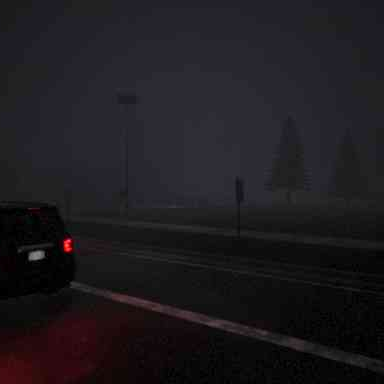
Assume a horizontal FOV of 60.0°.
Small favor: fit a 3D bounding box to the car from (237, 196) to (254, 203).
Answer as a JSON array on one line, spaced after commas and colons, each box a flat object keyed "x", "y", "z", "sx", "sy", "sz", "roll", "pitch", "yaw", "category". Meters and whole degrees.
[{"x": 10.986, "y": 1.587, "z": 68.309, "sx": 2.033, "sy": 1.411, "sz": 5.357, "roll": 0, "pitch": 0, "yaw": 35, "category": "car"}]

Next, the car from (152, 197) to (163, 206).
[{"x": -4.965, "y": 1.536, "z": 57.803, "sx": 2.128, "sy": 1.511, "sz": 4.902, "roll": 0, "pitch": 0, "yaw": 35, "category": "car"}]

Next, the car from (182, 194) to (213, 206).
[{"x": 0.951, "y": 1.512, "z": 54.070, "sx": 1.882, "sy": 1.535, "sz": 5.008, "roll": 0, "pitch": 0, "yaw": 35, "category": "car"}]

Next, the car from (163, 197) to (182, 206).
[{"x": -2.181, "y": 1.544, "z": 55.691, "sx": 1.837, "sy": 1.490, "sz": 4.892, "roll": 0, "pitch": 0, "yaw": 35, "category": "car"}]

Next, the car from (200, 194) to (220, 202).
[{"x": 3.834, "y": 1.218, "z": 70.292, "sx": 2.097, "sy": 1.767, "sz": 4.553, "roll": 0, "pitch": 0, "yaw": 35, "category": "car"}]

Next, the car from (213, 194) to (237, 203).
[{"x": 6.782, "y": 1.399, "z": 68.400, "sx": 1.837, "sy": 1.490, "sz": 4.892, "roll": 0, "pitch": 0, "yaw": 35, "category": "car"}]

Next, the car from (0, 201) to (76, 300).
[{"x": -4.972, "y": 1.231, "z": 7.495, "sx": 5.566, "sy": 2.045, "sz": 2.150, "roll": 0, "pitch": 0, "yaw": 35, "category": "car"}]
